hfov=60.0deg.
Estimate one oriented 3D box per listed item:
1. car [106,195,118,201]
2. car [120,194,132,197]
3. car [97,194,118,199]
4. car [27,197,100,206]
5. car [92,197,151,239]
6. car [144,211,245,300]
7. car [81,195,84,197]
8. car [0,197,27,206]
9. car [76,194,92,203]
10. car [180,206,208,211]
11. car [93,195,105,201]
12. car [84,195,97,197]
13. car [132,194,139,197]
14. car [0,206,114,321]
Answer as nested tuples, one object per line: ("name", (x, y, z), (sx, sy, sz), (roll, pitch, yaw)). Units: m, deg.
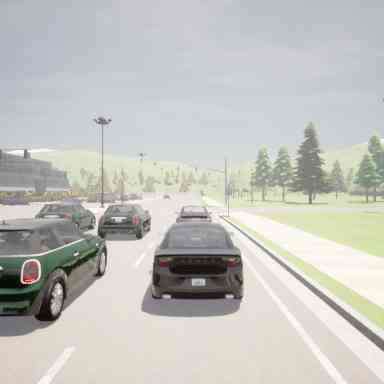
("car", (-19.654, 1.552, 81.703), (1.994, 1.385, 4.181), (0, 0, 0))
("car", (-16.159, 1.500, 78.778), (1.837, 1.490, 4.892), (0, 0, 0))
("car", (-16.211, 1.525, 63.839), (1.812, 1.442, 4.674), (0, 0, 0))
("car", (-6.919, 1.352, 18.531), (2.097, 1.767, 4.553), (0, 0, 0))
("car", (-3.415, 1.352, 17.551), (2.097, 1.767, 4.553), (0, 0, 0))
("car", (0.112, 1.478, 8.478), (1.882, 1.535, 5.008), (0, 0, 0))
("car", (-19.713, 1.564, 54.277), (1.994, 1.385, 4.181), (0, 0, 1))
("car", (-28.636, 1.563, 53.839), (4.181, 1.385, 1.994), (0, 0, -22))
("car", (-23.170, 1.355, 71.476), (2.097, 1.767, 4.553), (0, 0, 0))
("car", (0.096, 1.491, 17.896), (2.128, 1.511, 4.902), (0, 0, 0))
("car", (-23.152, 1.552, 82.980), (1.994, 1.385, 4.181), (0, 0, 0))
("car", (-19.677, 1.500, 67.075), (1.837, 1.490, 4.892), (0, 0, 0))
("car", (-16.136, 1.352, 93.467), (2.097, 1.767, 4.553), (0, 0, 0))
("car", (-3.389, 1.352, 7.428), (2.097, 1.767, 4.553), (0, 0, 0))
